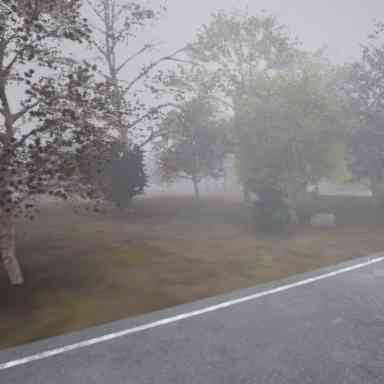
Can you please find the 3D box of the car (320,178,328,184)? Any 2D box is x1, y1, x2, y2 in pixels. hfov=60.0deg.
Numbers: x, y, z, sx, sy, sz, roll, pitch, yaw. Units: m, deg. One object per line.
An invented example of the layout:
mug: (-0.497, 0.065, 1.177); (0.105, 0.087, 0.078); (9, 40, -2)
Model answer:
car: (30.554, -2.577, 78.845); (4.674, 1.442, 1.812); (-7, 4, -36)
